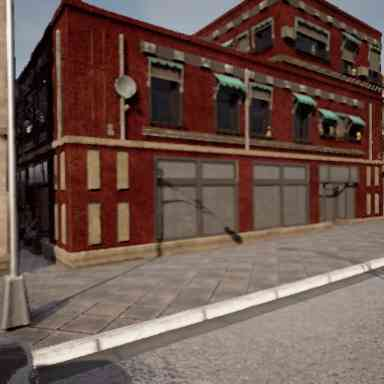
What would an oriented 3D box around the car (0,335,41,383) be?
[{"bbox_3d":[-3.023,1.523,1.222,4.674,1.442,1.812,0,0,-35],"label":"car"}]
